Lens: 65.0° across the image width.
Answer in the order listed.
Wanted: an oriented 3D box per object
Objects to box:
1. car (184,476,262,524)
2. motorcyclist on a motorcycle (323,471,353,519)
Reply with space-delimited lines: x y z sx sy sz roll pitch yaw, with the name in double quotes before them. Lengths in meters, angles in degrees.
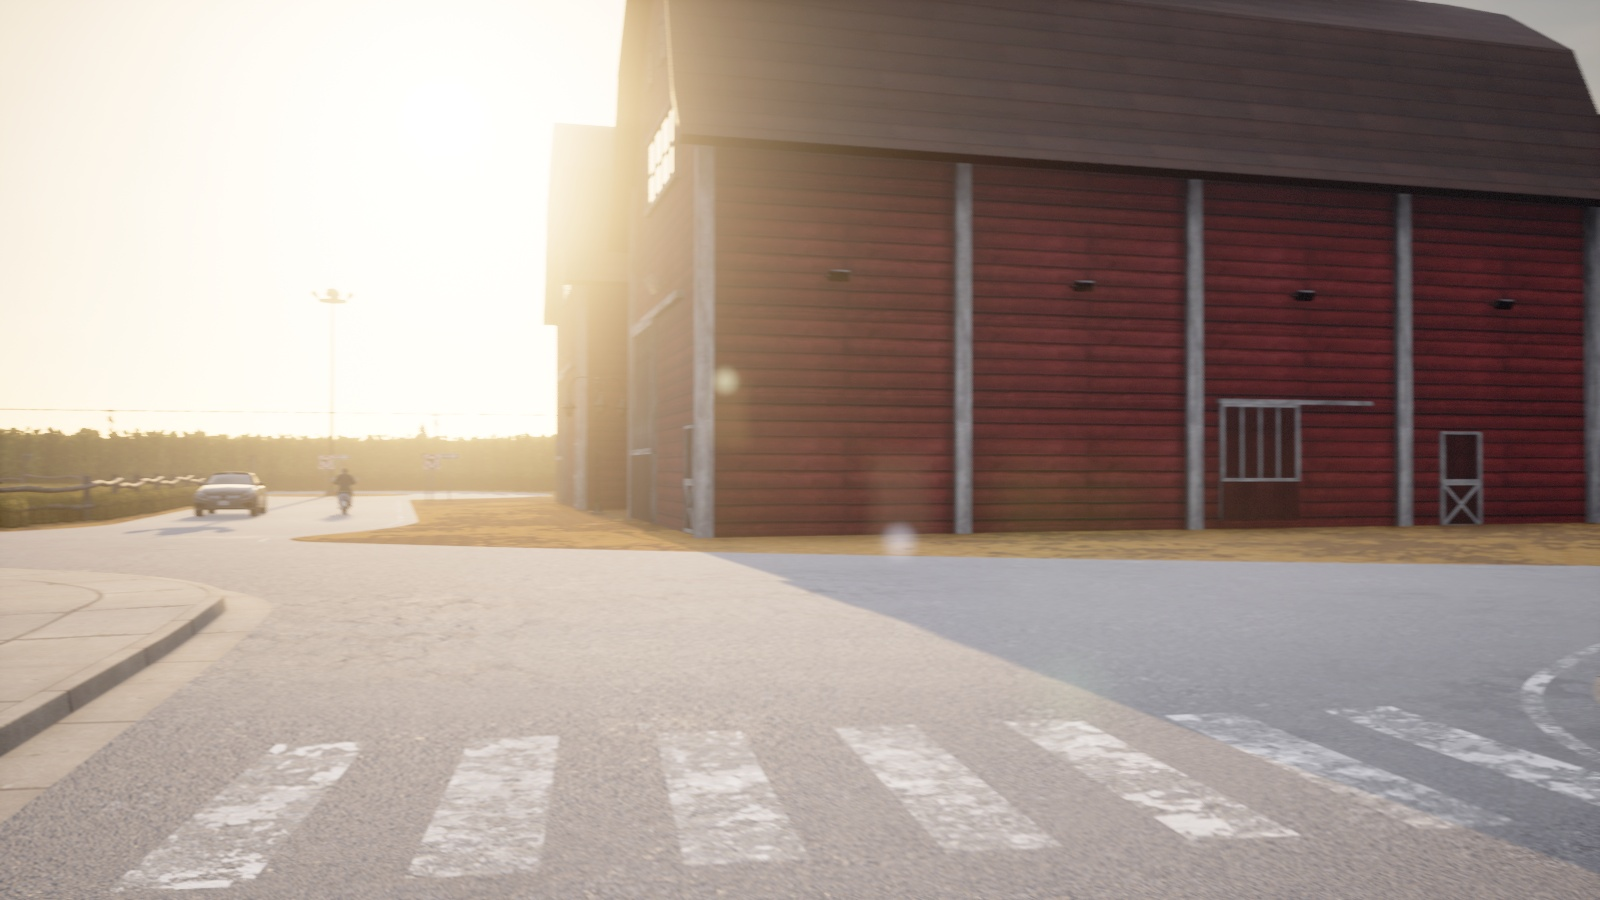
"car" -18.892 1.587 41.287 1.812 1.442 4.674 0 -1 -18
"motorcyclist on a motorcycle" -15.651 1.514 42.565 0.866 1.590 1.817 0 -1 -18
